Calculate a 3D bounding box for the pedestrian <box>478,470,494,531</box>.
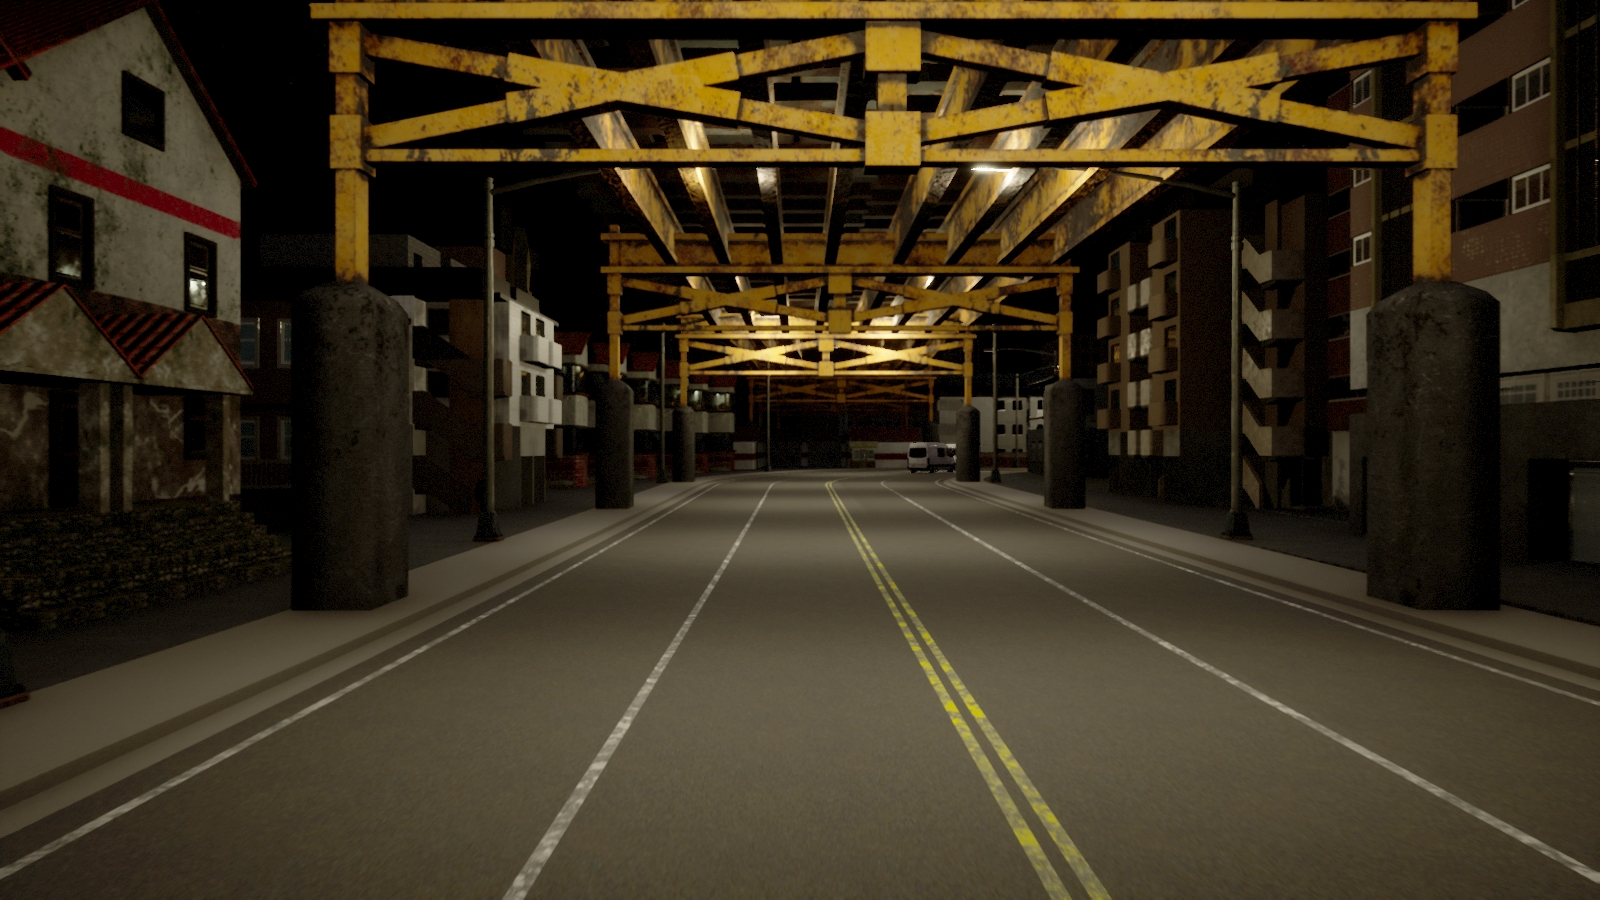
[{"bbox_3d":[-9.615,1.550,34.985,0.375,1.860,0.375,0,0,3],"label":"pedestrian"}]
